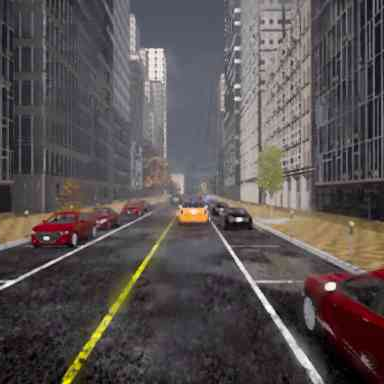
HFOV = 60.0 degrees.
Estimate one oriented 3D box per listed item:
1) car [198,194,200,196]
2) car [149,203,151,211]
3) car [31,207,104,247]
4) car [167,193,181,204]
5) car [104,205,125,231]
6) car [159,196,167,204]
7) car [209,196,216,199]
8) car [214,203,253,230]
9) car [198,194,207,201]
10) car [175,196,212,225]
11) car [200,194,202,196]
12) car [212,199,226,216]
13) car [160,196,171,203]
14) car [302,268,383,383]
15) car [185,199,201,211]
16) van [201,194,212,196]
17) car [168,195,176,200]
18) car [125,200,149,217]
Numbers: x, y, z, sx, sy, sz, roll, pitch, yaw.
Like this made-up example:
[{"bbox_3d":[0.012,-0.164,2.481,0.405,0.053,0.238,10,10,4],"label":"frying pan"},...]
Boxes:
[{"bbox_3d":[2.700,1.391,77.855,2.192,1.841,5.009,0,0,0],"label":"car"},{"bbox_3d":[-5.686,1.621,38.019,1.947,1.339,4.313,0,0,0],"label":"car"},{"bbox_3d":[-5.688,1.571,15.248,1.887,1.381,4.507,0,0,0],"label":"car"},{"bbox_3d":[-3.009,1.308,64.422,2.150,2.045,5.566,0,0,0],"label":"car"},{"bbox_3d":[-5.687,1.616,20.941,1.802,1.307,4.206,0,0,0],"label":"car"},{"bbox_3d":[-5.683,1.599,66.312,1.752,1.417,4.829,0,0,0],"label":"car"},{"bbox_3d":[2.696,1.626,43.701,1.947,1.339,4.313,0,0,0],"label":"car"},{"bbox_3d":[2.693,1.600,20.933,1.947,1.339,4.313,0,0,0],"label":"car"},{"bbox_3d":[2.701,1.392,89.240,2.192,1.841,5.009,0,0,0],"label":"car"},{"bbox_3d":[0.102,1.392,24.315,2.097,1.767,4.553,0,0,0],"label":"car"},{"bbox_3d":[2.697,1.508,55.087,1.967,1.590,4.097,0,0,0],"label":"car"},{"bbox_3d":[2.694,1.614,32.317,1.947,1.339,4.313,0,0,0],"label":"car"},{"bbox_3d":[-5.682,1.626,72.175,2.008,1.369,4.403,0,0,0],"label":"car"},{"bbox_3d":[2.692,1.552,3.856,1.887,1.381,4.507,0,0,0],"label":"car"},{"bbox_3d":[0.104,1.584,41.670,1.812,1.442,4.674,0,0,0],"label":"car"},{"bbox_3d":[2.697,1.406,49.396,1.690,1.788,3.998,0,0,0],"label":"van"},{"bbox_3d":[-5.680,1.627,94.945,2.008,1.369,4.403,0,0,0],"label":"car"},{"bbox_3d":[-5.686,1.593,32.326,1.887,1.381,4.507,0,0,0],"label":"car"}]
